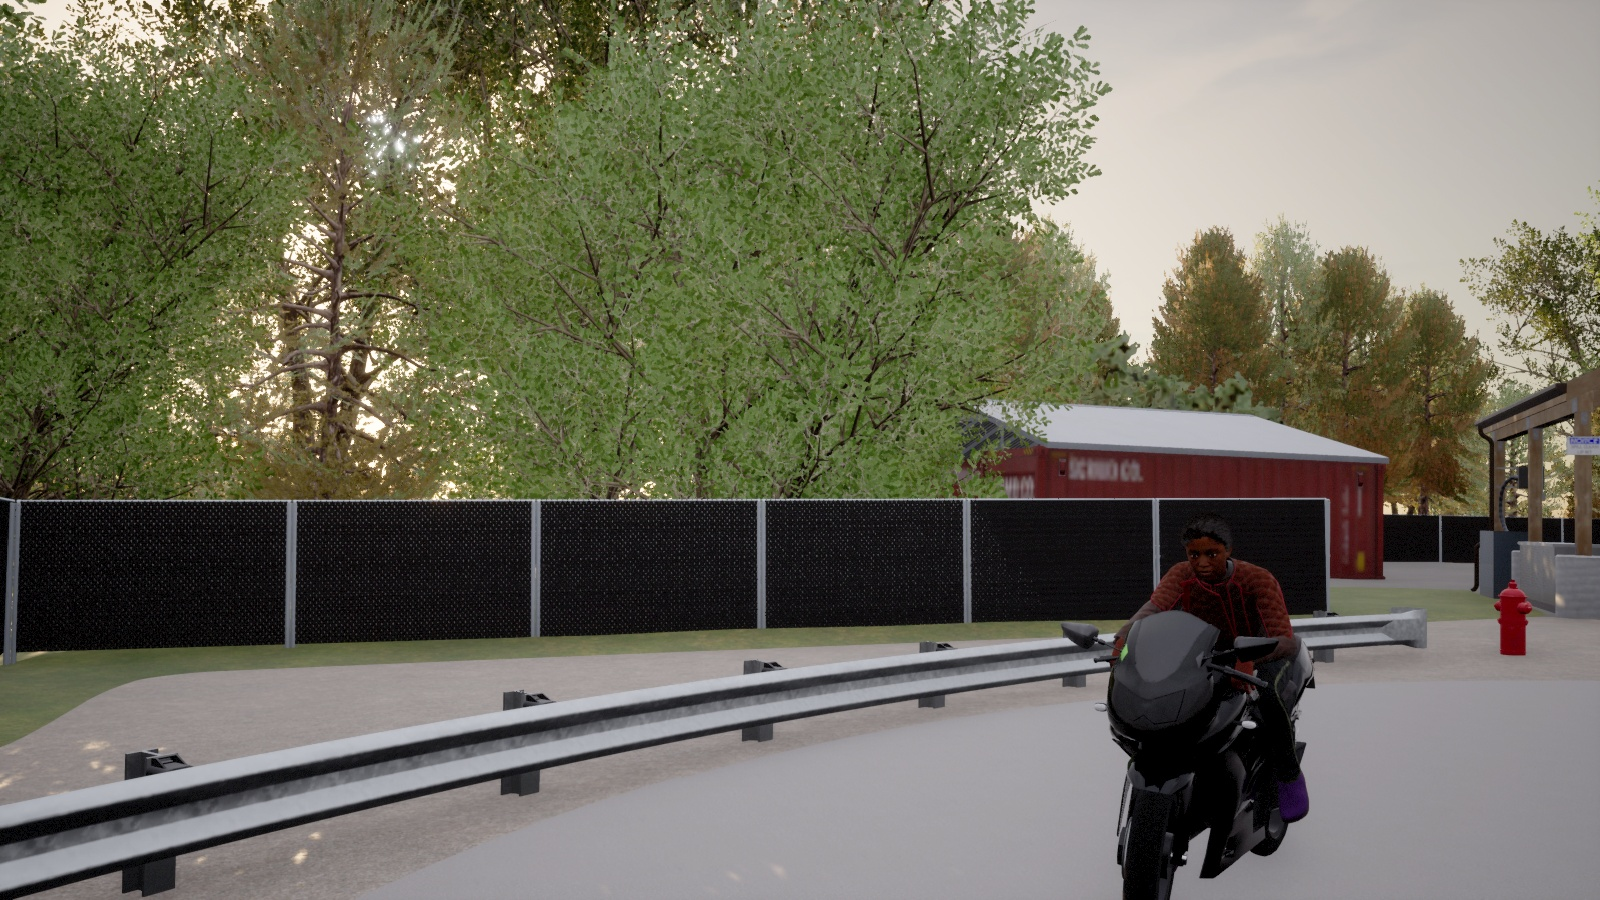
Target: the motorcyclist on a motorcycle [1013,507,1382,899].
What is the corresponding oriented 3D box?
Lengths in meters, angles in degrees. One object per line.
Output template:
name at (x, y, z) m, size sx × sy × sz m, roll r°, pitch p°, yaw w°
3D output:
motorcyclist on a motorcycle at (1.676, 0.996, 5.020) m, size 0.797 × 1.523 × 2.044 m, roll -1°, pitch -3°, yaw 36°
